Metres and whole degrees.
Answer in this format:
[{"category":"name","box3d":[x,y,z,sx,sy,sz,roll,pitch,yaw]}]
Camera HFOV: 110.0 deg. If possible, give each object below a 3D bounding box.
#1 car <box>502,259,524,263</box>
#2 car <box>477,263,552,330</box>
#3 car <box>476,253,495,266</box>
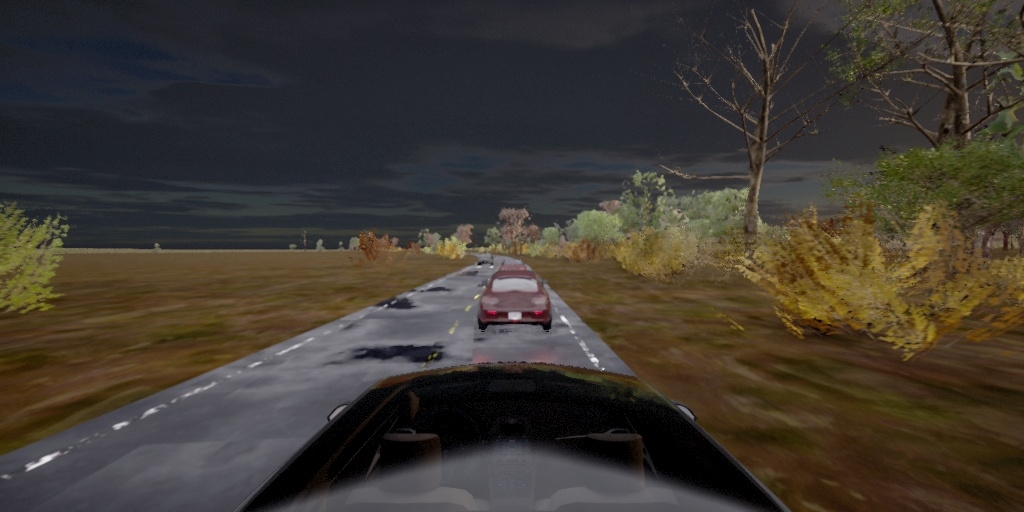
[{"category":"car","box3d":[0.078,0.860,26.329,1.895,1.301,4.718,0,1,0]},{"category":"car","box3d":[0.074,1.106,10.237,1.812,1.442,4.674,0,1,0]},{"category":"car","box3d":[-3.187,0.415,43.822,1.837,1.490,4.892,0,1,-1]}]
